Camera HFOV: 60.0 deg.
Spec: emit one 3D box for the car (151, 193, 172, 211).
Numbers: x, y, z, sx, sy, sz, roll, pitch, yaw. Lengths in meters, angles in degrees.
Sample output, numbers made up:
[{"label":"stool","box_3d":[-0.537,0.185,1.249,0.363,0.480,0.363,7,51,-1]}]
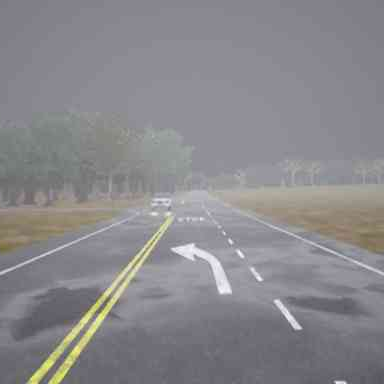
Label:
[{"label":"car","box_3d":[-3.518,1.114,39.304,2.150,2.045,5.566,0,-1,0]}]
